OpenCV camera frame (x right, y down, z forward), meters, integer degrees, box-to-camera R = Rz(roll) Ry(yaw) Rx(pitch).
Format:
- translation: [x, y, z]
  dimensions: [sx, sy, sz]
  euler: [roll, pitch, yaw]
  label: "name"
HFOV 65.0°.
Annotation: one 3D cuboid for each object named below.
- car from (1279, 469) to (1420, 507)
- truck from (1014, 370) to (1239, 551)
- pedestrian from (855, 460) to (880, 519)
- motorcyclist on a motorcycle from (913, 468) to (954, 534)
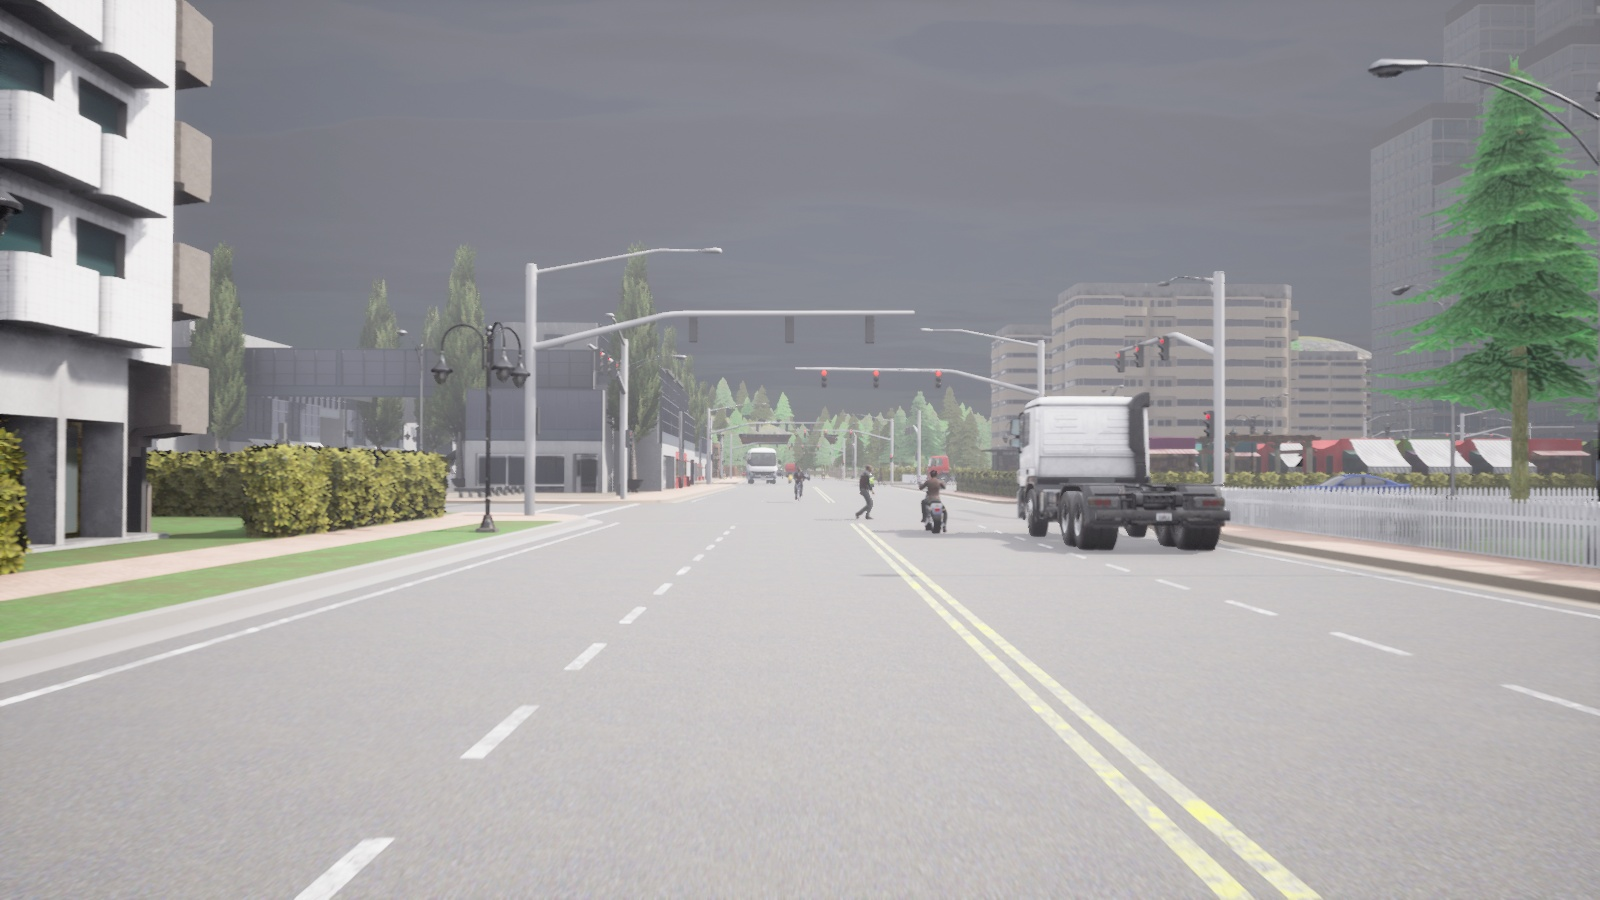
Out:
- translation: [22.704, 1.561, 52.018]
  dimensions: [5.008, 1.535, 1.882]
  euler: [0, -1, -2]
  label: "car"
- translation: [6.938, 0.267, 28.055]
  dimensions: [2.891, 3.462, 7.936]
  euler: [0, -1, 0]
  label: "truck"
- translation: [2.132, 1.257, 39.687]
  dimensions: [0.720, 1.854, 0.376]
  euler: [0, -1, -11]
  label: "pedestrian"
- translation: [3.421, 1.286, 32.357]
  dimensions: [0.766, 1.649, 2.350]
  euler: [0, -1, 0]
  label: "motorcyclist on a motorcycle"
